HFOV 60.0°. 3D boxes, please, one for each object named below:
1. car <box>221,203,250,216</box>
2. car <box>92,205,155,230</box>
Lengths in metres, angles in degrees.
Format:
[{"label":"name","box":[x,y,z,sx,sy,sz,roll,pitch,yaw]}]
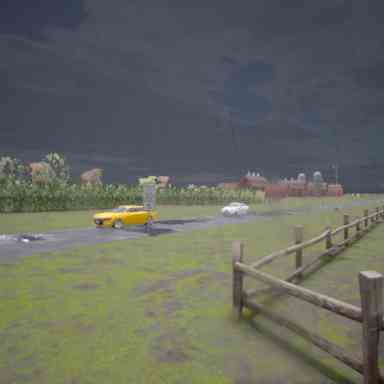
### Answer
[{"label":"car","box":[5.021,1.957,37.926,1.812,1.442,4.674,0,0,34]},{"label":"car","box":[-4.686,1.699,23.501,1.882,1.535,5.008,0,-1,34]}]
